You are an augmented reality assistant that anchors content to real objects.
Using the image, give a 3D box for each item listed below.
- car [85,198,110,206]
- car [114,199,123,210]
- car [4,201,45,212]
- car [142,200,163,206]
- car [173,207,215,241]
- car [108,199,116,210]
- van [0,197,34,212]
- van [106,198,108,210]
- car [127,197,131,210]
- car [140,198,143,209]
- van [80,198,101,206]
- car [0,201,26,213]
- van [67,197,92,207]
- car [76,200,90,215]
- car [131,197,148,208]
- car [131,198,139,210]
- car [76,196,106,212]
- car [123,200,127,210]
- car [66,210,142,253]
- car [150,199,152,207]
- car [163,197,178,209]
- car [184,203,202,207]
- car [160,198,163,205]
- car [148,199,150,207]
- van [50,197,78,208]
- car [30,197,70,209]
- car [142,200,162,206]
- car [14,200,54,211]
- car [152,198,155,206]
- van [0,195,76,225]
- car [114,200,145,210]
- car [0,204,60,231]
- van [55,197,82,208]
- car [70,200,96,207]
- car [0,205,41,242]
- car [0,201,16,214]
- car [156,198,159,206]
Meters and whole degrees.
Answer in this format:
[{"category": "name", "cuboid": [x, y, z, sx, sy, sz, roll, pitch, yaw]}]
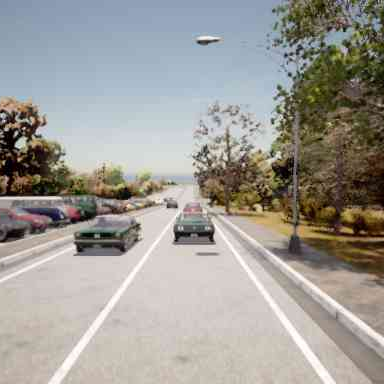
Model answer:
[{"category": "car", "cuboid": [-23.395, 2.422, 82.624, 5.566, 2.045, 2.435, 0, -2, 0]}, {"category": "car", "cuboid": [-10.305, 1.715, 35.404, 5.008, 1.535, 2.097, 0, -1, 0]}, {"category": "car", "cuboid": [-23.388, 1.960, 46.497, 4.674, 1.452, 2.002, 0, -1, 0]}, {"category": "car", "cuboid": [-10.469, 2.821, 88.129, 5.366, 1.575, 1.946, 0, -2, 0]}, {"category": "car", "cuboid": [0.099, 1.654, 17.005, 1.895, 1.301, 4.718, 0, 0, 0]}, {"category": "car", "cuboid": [-10.315, 1.704, 32.628, 4.674, 1.452, 2.002, 0, -1, 0]}, {"category": "van", "cuboid": [-23.503, 1.643, 43.731, 4.442, 1.987, 1.878, 0, -1, 0]}, {"category": "van", "cuboid": [-10.197, 1.387, 29.857, 4.442, 1.987, 1.878, 0, -1, 0]}, {"category": "car", "cuboid": [-10.277, 1.692, 40.958, 4.553, 1.767, 2.185, 0, -1, 0]}, {"category": "car", "cuboid": [-10.310, 1.973, 49.283, 4.892, 1.521, 2.231, 0, -1, 0]}, {"category": "van", "cuboid": [-23.486, 2.296, 76.962, 4.442, 1.987, 1.878, 0, -1, 0]}, {"category": "car", "cuboid": [-23.385, 1.860, 41.083, 4.674, 1.452, 2.002, 0, -1, 0]}, {"category": "van", "cuboid": [-23.265, 2.109, 68.800, 4.442, 1.987, 1.878, 0, -1, 0]}, {"category": "car", "cuboid": [-10.346, 1.569, 24.327, 4.792, 1.488, 2.163, 0, -1, 0]}, {"category": "car", "cuboid": [-10.117, 2.020, 52.058, 5.366, 1.575, 1.946, 0, -1, 0]}, {"category": "car", "cuboid": [-10.121, 1.866, 43.731, 5.366, 1.575, 1.946, 0, -1, 0]}, {"category": "car", "cuboid": [-10.343, 1.310, 27.082, 5.566, 2.045, 2.435, 0, -1, 0]}, {"category": "car", "cuboid": [-10.278, 1.641, 38.182, 4.553, 1.767, 2.185, 0, -1, 0]}, {"category": "car", "cuboid": [-3.352, 1.636, 13.974, 1.895, 1.301, 4.718, 0, 0, 0]}, {"category": "car", "cuboid": [-10.269, 2.207, 60.385, 4.792, 1.488, 2.163, 0, -1, 0]}, {"category": "car", "cuboid": [-3.338, 2.084, 56.423, 1.882, 1.535, 5.008, 0, -1, 0]}, {"category": "car", "cuboid": [0.089, 1.790, 34.512, 1.994, 1.385, 4.181, 0, -1, 0]}, {"category": "car", "cuboid": [-10.104, 2.518, 76.908, 5.366, 1.575, 1.946, 0, -2, 0]}, {"category": "car", "cuboid": [-10.270, 2.155, 57.609, 4.792, 1.488, 2.163, 0, -1, 0]}, {"category": "van", "cuboid": [-23.261, 1.952, 60.475, 4.442, 1.987, 1.878, 0, -1, 0]}, {"category": "car", "cuboid": [-23.352, 1.824, 54.937, 5.566, 2.045, 2.435, 0, -1, 0]}, {"category": "car", "cuboid": [-10.291, 2.749, 85.354, 4.892, 1.521, 2.231, 0, -2, 0]}, {"category": "car", "cuboid": [-23.378, 1.973, 49.392, 5.008, 1.535, 2.097, 0, -1, 0]}, {"category": "car", "cuboid": [-10.324, 2.309, 65.937, 4.792, 1.488, 2.163, 0, -1, 0]}, {"category": "van", "cuboid": [-10.201, 1.307, 21.545, 4.442, 1.987, 1.878, 0, 0, 0]}, {"category": "car", "cuboid": [-10.272, 2.104, 54.834, 4.792, 1.488, 2.163, 0, -1, 0]}, {"category": "car", "cuboid": [-10.322, 1.566, 18.768, 4.674, 1.452, 2.002, 0, 0, 0]}, {"category": "van", "cuboid": [-23.493, 2.004, 63.245, 4.442, 1.987, 1.878, 0, -1, 0]}, {"category": "car", "cuboid": [-23.401, 2.421, 71.546, 4.792, 1.488, 2.163, 0, -1, 0]}, {"category": "car", "cuboid": [-10.291, 1.549, 15.991, 4.792, 1.488, 2.163, 0, 0, 0]}, {"category": "car", "cuboid": [-23.384, 1.768, 38.313, 5.008, 1.535, 2.097, 0, -1, 0]}, {"category": "car", "cuboid": [-10.286, 2.392, 71.489, 4.892, 1.521, 2.231, 0, -1, 0]}]
